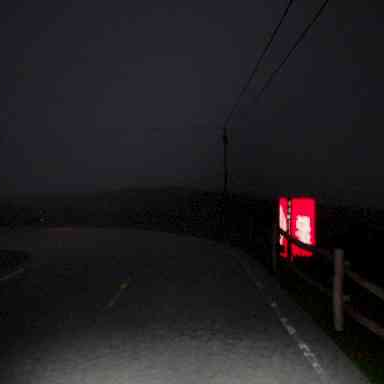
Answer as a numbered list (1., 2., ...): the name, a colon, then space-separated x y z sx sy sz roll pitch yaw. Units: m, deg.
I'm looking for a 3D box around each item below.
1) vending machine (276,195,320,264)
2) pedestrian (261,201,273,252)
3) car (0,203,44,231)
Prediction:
1. vending machine: 3.347 1.153 10.580 1.100 2.100 0.880 0 0 -1
2. pedestrian: 2.703 1.245 12.123 0.375 1.860 0.375 0 0 -10
3. car: -11.220 1.415 19.321 4.902 1.511 2.128 0 0 -4
